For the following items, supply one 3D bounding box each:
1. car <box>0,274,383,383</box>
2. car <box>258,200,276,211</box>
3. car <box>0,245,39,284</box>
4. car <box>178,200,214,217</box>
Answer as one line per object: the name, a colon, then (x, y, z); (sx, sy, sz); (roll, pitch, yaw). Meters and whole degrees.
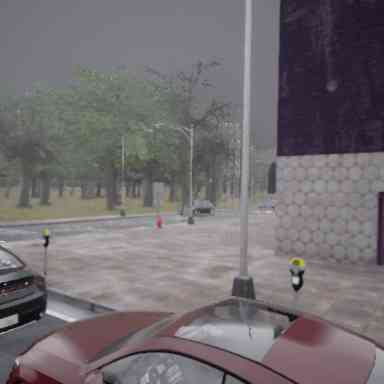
car: (0.197, 1.582, 2.649); (4.206, 1.307, 1.802); (0, 1, 36)
car: (11.923, 1.962, 51.391); (2.097, 1.767, 4.553); (1, 0, 35)
car: (-4.307, 1.553, 5.861); (4.403, 1.369, 2.008); (0, 1, 36)
car: (0.477, 1.637, 35.474); (2.097, 1.767, 4.553); (2, 0, 35)
